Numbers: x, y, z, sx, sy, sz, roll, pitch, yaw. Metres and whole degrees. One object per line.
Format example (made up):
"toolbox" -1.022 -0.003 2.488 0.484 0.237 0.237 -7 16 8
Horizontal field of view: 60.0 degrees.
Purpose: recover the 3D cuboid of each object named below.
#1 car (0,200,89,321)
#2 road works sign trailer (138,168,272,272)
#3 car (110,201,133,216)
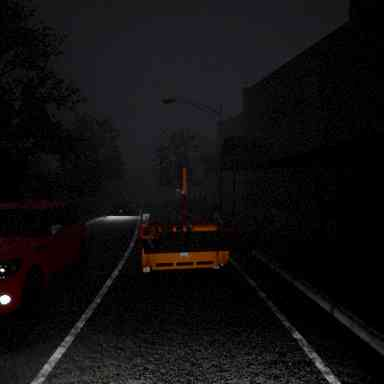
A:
"car" -3.942 1.224 7.577 2.150 2.045 5.566 0 0 -4
"road works sign trailer" 0.029 0.791 7.689 2.380 2.880 3.560 0 0 -10
"car" -6.883 1.573 32.686 1.994 1.385 4.181 -1 0 -8
